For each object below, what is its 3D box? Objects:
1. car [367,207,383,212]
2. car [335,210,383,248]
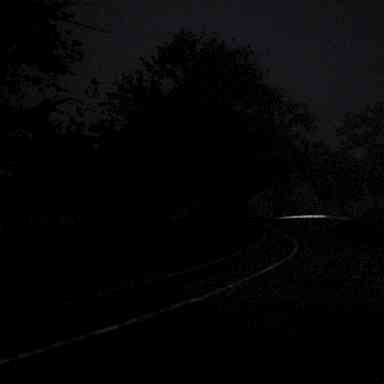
[{"bbox_3d":[22.017,2.392,38.154,4.718,1.301,1.895,1,-1,-8],"label":"car"},{"bbox_3d":[9.086,1.836,16.285,1.994,1.385,4.181,1,0,-17],"label":"car"}]
